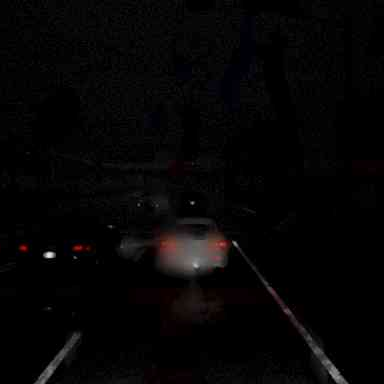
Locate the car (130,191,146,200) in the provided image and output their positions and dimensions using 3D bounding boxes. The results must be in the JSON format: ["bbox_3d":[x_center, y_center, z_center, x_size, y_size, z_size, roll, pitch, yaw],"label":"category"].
[{"bbox_3d":[-10.604,0.749,63.774,1.812,1.442,4.674,0,1,0],"label":"car"}]

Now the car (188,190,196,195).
[{"bbox_3d":[-0.112,0.108,88.631,2.033,1.411,5.357,0,2,0],"label":"car"}]

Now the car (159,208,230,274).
[{"bbox_3d":[0.069,1.434,10.066,1.812,1.442,4.674,0,0,0],"label":"car"}]

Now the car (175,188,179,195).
[{"bbox_3d":[-3.612,0.109,89.043,1.994,1.385,4.181,0,2,0],"label":"car"}]

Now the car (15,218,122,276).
[{"bbox_3d":[-3.431,1.473,10.017,1.994,1.385,4.181,0,1,0],"label":"car"}]

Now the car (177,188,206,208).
[{"bbox_3d":[0.056,0.951,29.003,2.150,2.045,5.566,0,0,0],"label":"car"}]

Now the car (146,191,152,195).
[{"bbox_3d":[-10.599,0.458,78.734,1.895,1.301,4.718,0,2,0],"label":"car"}]

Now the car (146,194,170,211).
[{"bbox_3d":[-3.459,1.190,35.597,1.812,1.442,4.674,0,1,0],"label":"car"}]
